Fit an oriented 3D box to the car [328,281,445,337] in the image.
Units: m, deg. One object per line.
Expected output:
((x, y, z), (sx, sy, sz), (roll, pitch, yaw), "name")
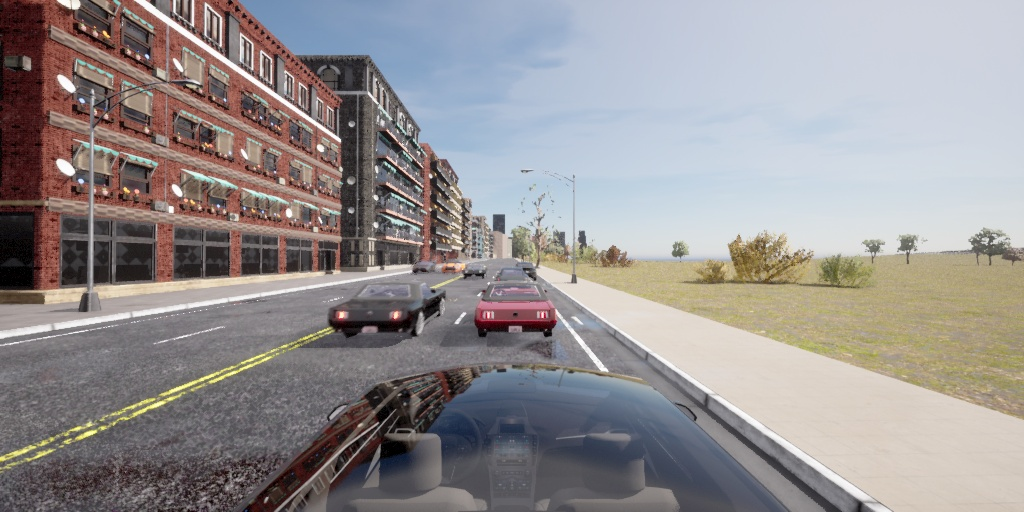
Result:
((-3.177, 1.352, 10.226), (1.895, 1.301, 4.718), (0, 0, 0), "car")

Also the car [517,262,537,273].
((1.049, 1.259, 30.270), (1.837, 1.490, 4.892), (0, 0, 0), "car")

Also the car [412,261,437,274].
((-9.974, 1.300, 41.323), (2.033, 1.411, 5.357), (0, 0, 0), "car")

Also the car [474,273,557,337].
((0.074, 1.352, 10.246), (1.895, 1.301, 4.718), (0, 0, 0), "car")

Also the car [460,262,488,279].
((-3.246, 1.355, 32.620), (1.895, 1.301, 4.718), (0, 0, 0), "car")

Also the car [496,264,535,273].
((0.034, 1.317, 20.277), (1.994, 1.385, 4.181), (0, 0, 0), "car")

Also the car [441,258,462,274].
((-6.723, 1.105, 41.253), (2.097, 1.767, 4.553), (0, 0, 0), "car")
